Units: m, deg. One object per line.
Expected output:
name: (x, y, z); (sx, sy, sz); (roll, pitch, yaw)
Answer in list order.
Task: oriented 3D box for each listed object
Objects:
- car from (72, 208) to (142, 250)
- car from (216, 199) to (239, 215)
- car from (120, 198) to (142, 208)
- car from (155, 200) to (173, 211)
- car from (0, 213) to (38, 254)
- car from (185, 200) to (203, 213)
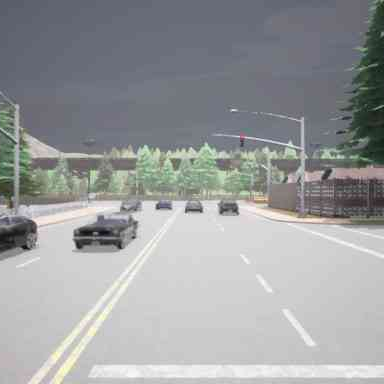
car: (-3.558, 1.601, 14.511); (1.895, 1.301, 4.718); (0, 0, 0)
car: (3.693, 1.504, 34.433); (1.837, 1.490, 4.892); (0, 0, 0)
car: (-6.938, 1.493, 38.259); (2.128, 1.511, 4.902); (0, 0, 1)
car: (-3.403, 1.601, 40.995); (1.895, 1.301, 4.718); (0, 0, 1)
car: (-7.067, 1.491, 11.372); (2.128, 1.511, 4.902); (0, 0, 0)
car: (0.209, 1.564, 36.970); (1.994, 1.385, 4.181); (0, 0, 0)
